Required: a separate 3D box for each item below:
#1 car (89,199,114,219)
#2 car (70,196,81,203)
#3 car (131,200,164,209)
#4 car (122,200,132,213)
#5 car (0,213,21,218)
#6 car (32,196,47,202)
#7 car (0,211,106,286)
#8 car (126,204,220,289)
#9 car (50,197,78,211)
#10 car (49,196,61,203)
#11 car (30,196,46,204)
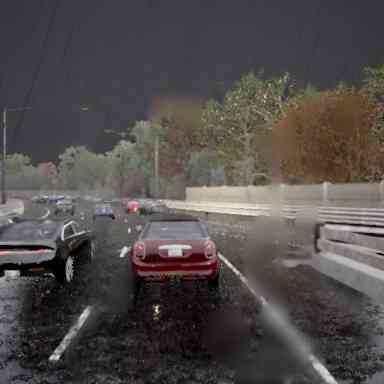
[{"bbox_3d":[-8.058,1.650,30.115,2.033,1.411,5.357,0,0,-16],"label":"car"},{"bbox_3d":[-24.801,1.599,69.702,1.837,1.490,4.892,0,0,-40],"label":"car"},{"bbox_3d":[-3.683,1.592,30.994,2.128,1.511,4.902,0,0,-26],"label":"car"},{"bbox_3d":[-6.479,1.646,36.410,1.812,1.442,4.674,0,0,-19],"label":"car"},{"bbox_3d":[-8.138,1.601,14.417,2.033,1.411,5.357,0,0,-9],"label":"car"},{"bbox_3d":[-38.589,1.828,84.209,4.674,1.442,1.812,0,0,41],"label":"car"},{"bbox_3d":[-4.056,1.527,9.524,2.128,1.511,4.902,0,0,-5],"label":"car"},{"bbox_3d":[-0.560,1.382,9.528,2.097,1.767,4.553,0,0,-5],"label":"car"},{"bbox_3d":[-13.643,1.617,35.661,2.128,1.511,4.902,0,0,-20],"label":"car"},{"bbox_3d":[-27.532,1.574,67.512,1.882,1.535,5.008,0,0,-40],"label":"car"},{"bbox_3d":[-30.262,1.594,65.323,1.837,1.490,4.892,0,0,-40],"label":"car"}]
